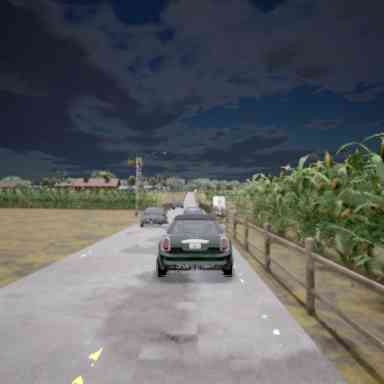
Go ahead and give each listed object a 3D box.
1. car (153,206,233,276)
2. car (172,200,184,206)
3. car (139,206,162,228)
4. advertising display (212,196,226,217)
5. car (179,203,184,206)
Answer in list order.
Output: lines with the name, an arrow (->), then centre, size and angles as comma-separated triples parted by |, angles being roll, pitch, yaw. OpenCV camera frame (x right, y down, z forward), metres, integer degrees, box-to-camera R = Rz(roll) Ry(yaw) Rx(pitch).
car -> 0.089, 1.494, 10.978 | 2.097, 1.767, 4.553 | 0, -1, 0
car -> -2.771, 2.603, 67.260 | 2.150, 2.045, 5.566 | 0, -1, 0
car -> -2.856, 1.896, 25.723 | 1.837, 1.490, 4.892 | 0, -1, 0
advertising display -> 3.139, 1.661, 38.515 | 1.540, 2.440, 0.280 | 1, 0, 0
car -> 0.091, 2.014, 29.860 | 2.033, 1.411, 5.357 | 0, -1, 0
